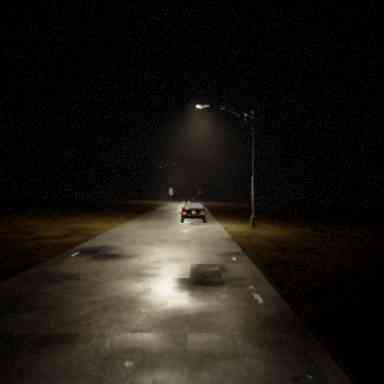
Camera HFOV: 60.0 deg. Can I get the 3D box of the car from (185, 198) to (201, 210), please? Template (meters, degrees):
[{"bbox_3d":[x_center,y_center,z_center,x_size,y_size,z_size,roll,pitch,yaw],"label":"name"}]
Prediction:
[{"bbox_3d":[0.117,1.494,41.599,1.895,1.301,4.718,0,0,0],"label":"car"}]

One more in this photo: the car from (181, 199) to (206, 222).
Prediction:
[{"bbox_3d":[0.109,1.454,25.160,2.033,1.411,5.357,0,0,0],"label":"car"}]
